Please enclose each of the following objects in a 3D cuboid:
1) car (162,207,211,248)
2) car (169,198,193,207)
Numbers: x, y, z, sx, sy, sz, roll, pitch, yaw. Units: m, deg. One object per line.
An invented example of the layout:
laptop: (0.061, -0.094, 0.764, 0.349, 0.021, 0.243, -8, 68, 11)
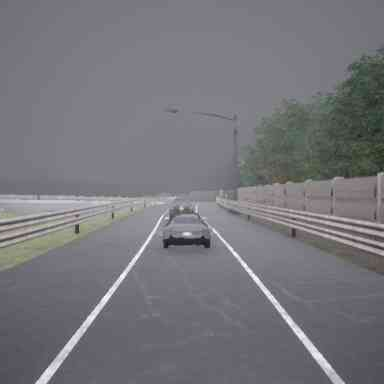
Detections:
car: (-0.260, 1.586, 14.778, 1.994, 1.385, 4.181, 0, 0, -2)
car: (-0.945, 1.392, 29.765, 2.097, 1.767, 4.553, 0, 0, -2)
